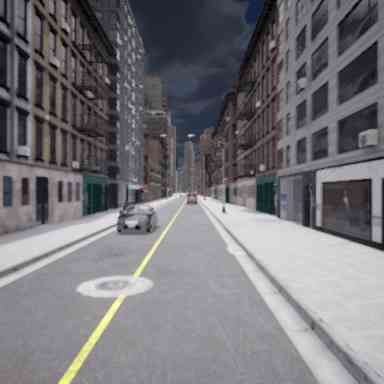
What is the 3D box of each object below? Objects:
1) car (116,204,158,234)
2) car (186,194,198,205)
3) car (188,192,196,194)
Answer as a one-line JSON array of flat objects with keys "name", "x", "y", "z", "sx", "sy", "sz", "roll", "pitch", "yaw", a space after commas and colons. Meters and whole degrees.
[{"name": "car", "x": -3.062, "y": 1.477, "z": 19.372, "sx": 2.128, "sy": 1.511, "sz": 4.902, "roll": 0, "pitch": 0, "yaw": 0}, {"name": "car", "x": -0.001, "y": 1.500, "z": 58.244, "sx": 2.033, "sy": 1.411, "sz": 5.357, "roll": 0, "pitch": 0, "yaw": 0}, {"name": "car", "x": -0.002, "y": 1.063, "z": 68.690, "sx": 2.150, "sy": 2.045, "sz": 5.566, "roll": 0, "pitch": 0, "yaw": 0}]
